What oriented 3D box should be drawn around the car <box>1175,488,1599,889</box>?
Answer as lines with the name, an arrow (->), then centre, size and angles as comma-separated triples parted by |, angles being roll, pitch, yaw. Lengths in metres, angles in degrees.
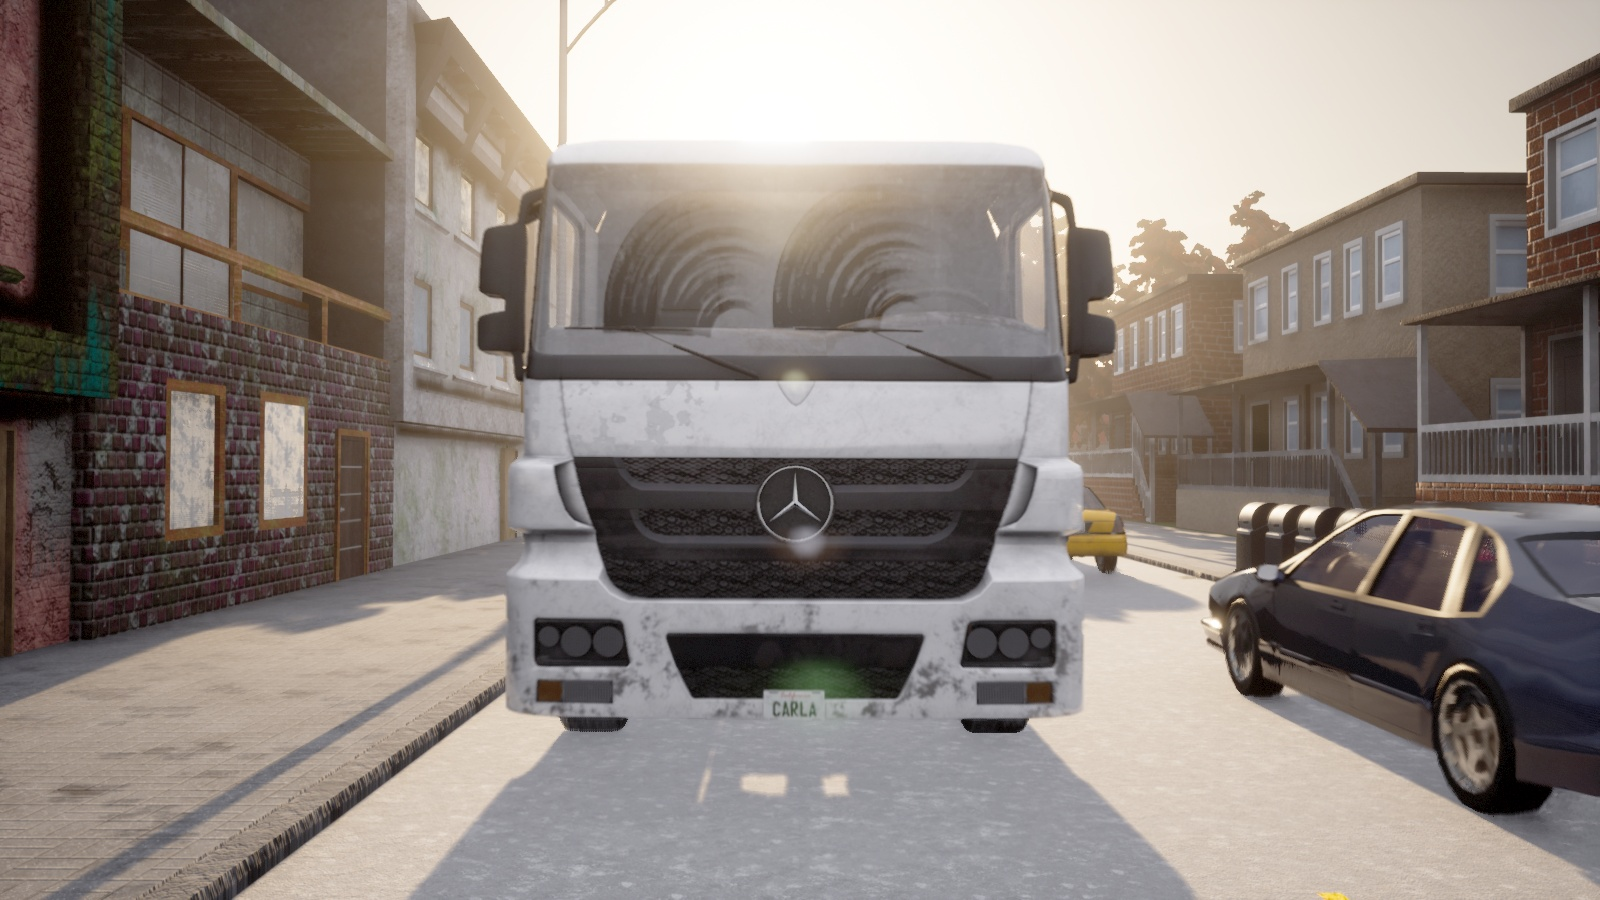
car -> 3.983, 0.968, 7.222 | 2.033, 1.411, 5.357 | 0, -1, 0

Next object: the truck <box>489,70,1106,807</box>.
truck -> -0.027, -0.001, 9.879 | 2.891, 3.462, 7.936 | 0, -1, 0

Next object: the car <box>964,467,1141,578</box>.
car -> 3.950, 1.085, 20.598 | 1.801, 1.575, 5.366 | 0, -1, 0
